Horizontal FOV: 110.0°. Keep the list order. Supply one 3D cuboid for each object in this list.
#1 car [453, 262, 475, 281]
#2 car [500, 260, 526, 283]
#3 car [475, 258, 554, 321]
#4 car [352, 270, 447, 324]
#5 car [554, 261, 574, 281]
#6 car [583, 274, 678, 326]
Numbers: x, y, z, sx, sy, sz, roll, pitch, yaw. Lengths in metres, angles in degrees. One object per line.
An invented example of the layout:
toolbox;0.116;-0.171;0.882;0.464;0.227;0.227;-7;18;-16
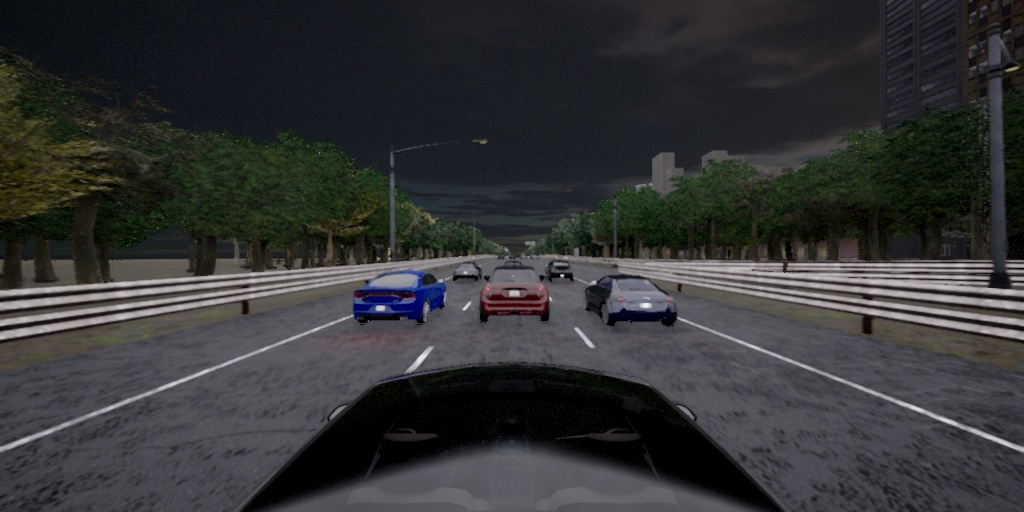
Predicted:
car;-3.419;1.177;28.343;1.994;1.385;4.181;0;0;0
car;0.081;1.122;27.891;1.837;1.490;4.892;0;0;0
car;0.079;1.066;12.347;2.097;1.767;4.553;0;0;0
car;-3.420;1.192;11.829;1.882;1.535;5.008;0;0;0
car;3.580;1.122;27.861;1.837;1.490;4.892;0;0;0
car;3.578;1.279;11.566;1.994;1.385;4.181;0;0;0
